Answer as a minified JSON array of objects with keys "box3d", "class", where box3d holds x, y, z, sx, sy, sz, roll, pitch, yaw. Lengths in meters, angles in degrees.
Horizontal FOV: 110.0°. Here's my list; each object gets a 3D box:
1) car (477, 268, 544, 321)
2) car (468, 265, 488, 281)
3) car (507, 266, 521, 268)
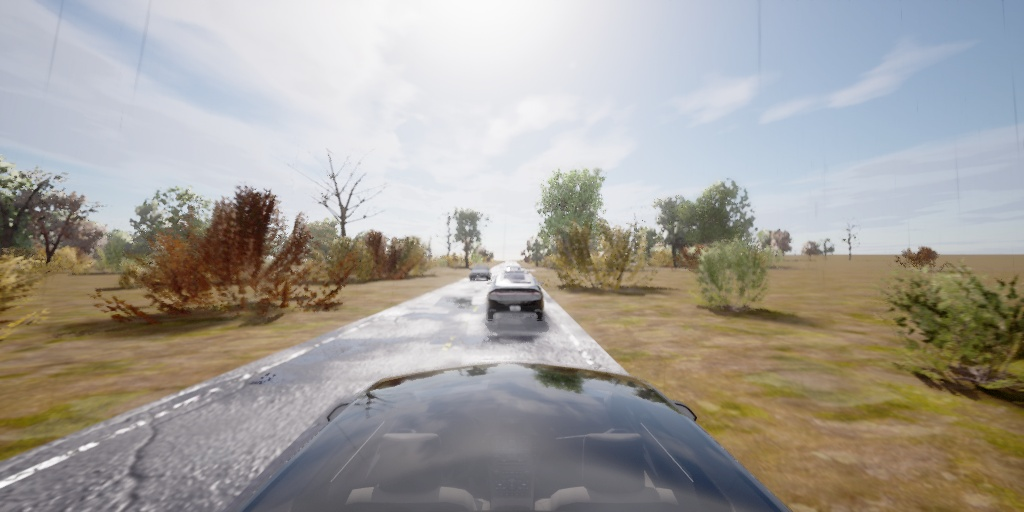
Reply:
[{"box3d":[0.116,1.358,13.046,2.128,1.511,4.902,0,-1,0],"class":"car"},{"box3d":[-2.987,1.601,34.535,1.812,1.442,4.674,0,-1,0],"class":"car"},{"box3d":[0.196,1.598,31.968,2.033,1.411,5.357,0,-1,0],"class":"car"}]
